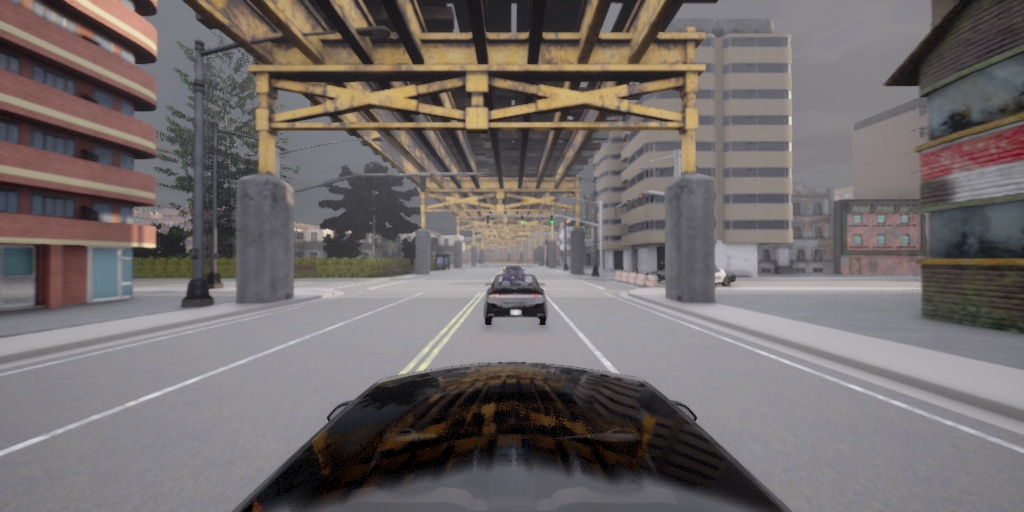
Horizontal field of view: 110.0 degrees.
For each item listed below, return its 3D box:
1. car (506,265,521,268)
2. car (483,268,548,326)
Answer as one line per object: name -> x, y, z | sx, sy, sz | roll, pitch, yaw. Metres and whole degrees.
car -> 0.126, 1.506, 30.186 | 1.812, 1.442, 4.674 | 0, 0, 0
car -> 0.105, 1.324, 12.015 | 2.128, 1.511, 4.902 | 0, -1, 0
